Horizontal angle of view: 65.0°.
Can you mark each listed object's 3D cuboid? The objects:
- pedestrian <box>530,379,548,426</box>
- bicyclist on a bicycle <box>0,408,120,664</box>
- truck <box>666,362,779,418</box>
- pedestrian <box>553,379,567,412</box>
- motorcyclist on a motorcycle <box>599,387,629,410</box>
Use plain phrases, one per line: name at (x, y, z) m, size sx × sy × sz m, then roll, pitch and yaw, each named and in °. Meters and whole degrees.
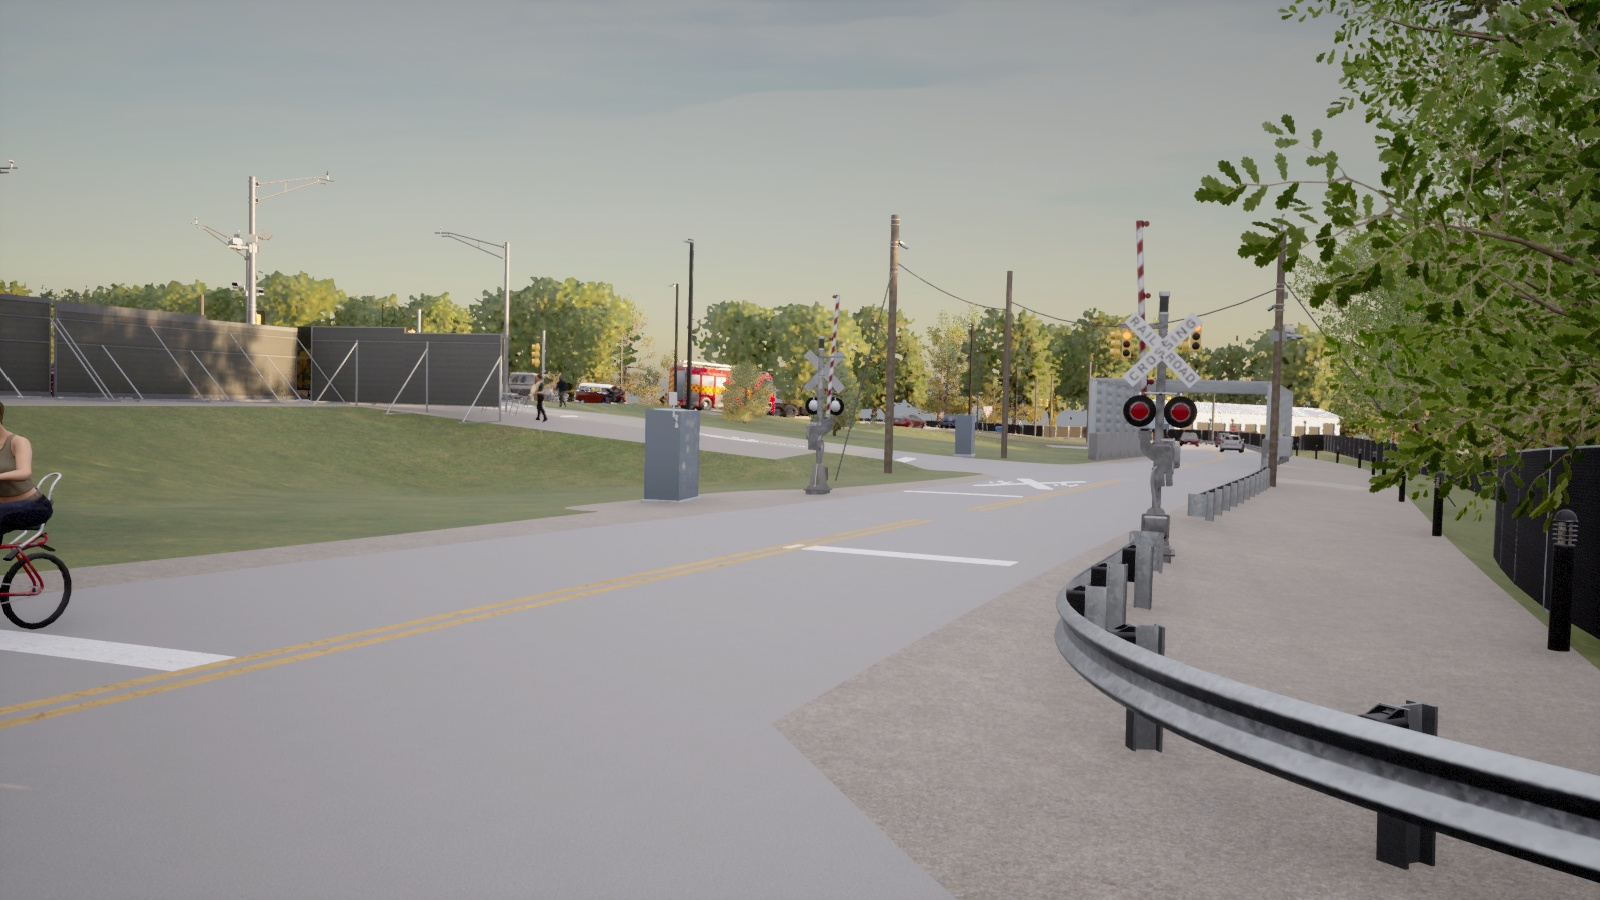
pedestrian at (-10.175, -1.860, 48.913) m, size 0.594 × 1.836 × 0.345 m, roll 1°, pitch 3°, yaw 17°
bicyclist on a bicycle at (-5.397, 0.536, 8.178) m, size 0.866 × 1.612 × 1.509 m, roll 1°, pitch 1°, yaw 19°
truck at (-5.965, -4.610, 97.745) m, size 8.468 × 3.827 × 2.891 m, roll 2°, pitch 1°, yaw -39°
pedestrian at (-13.511, -3.094, 70.804) m, size 0.402 × 1.842 × 0.726 m, roll 2°, pitch 3°, yaw 25°
motorcyclist on a motorcycle at (-13.418, -3.731, 90.553) m, size 0.866 × 1.530 × 2.191 m, roll 2°, pitch 0°, yaw 34°
